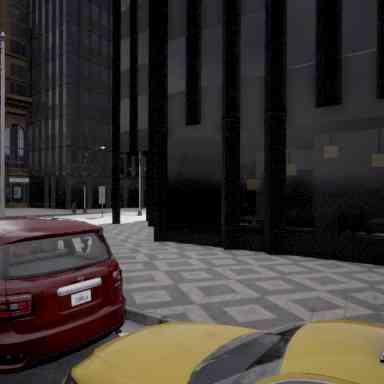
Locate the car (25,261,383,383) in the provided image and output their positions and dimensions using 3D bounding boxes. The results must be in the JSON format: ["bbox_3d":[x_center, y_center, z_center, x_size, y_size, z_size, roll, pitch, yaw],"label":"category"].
[{"bbox_3d":[1.046,1.525,2.213,4.829,1.417,1.752,0,0,36],"label":"car"}]

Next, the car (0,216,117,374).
[{"bbox_3d":[-3.233,1.314,5.265,5.009,1.841,2.192,0,0,36],"label":"car"}]
